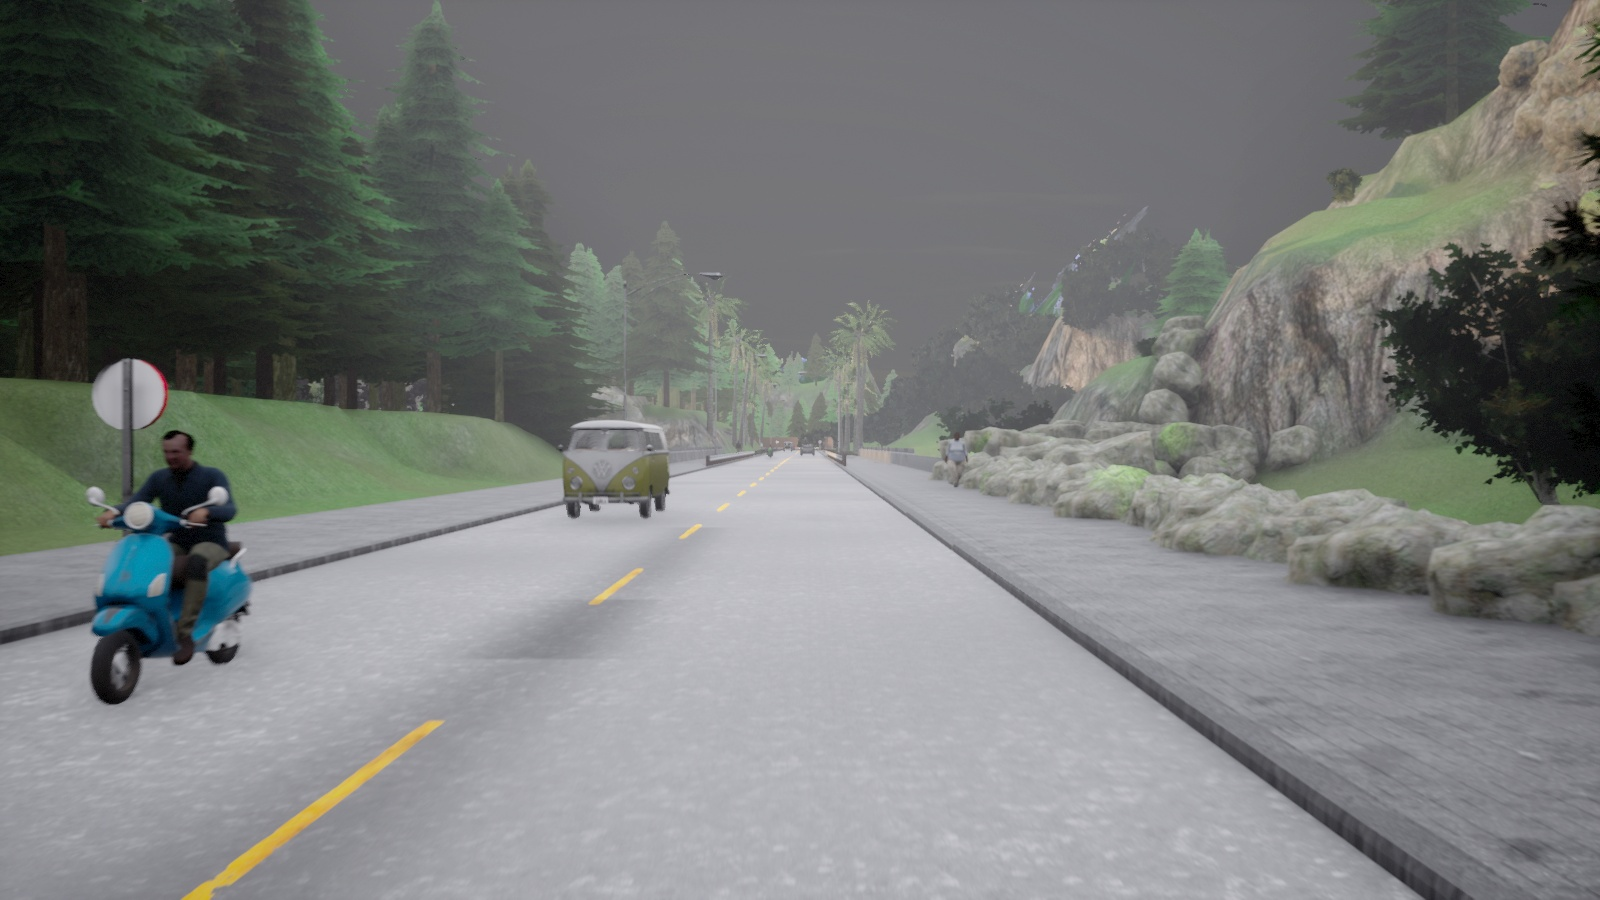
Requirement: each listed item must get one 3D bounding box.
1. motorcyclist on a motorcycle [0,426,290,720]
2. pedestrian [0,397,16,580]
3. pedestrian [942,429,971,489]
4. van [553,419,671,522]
[{"bbox_3d":[-3.940,0.663,7.714,0.866,1.590,1.817,0,0,0],"label":"motorcyclist on a motorcycle"},{"bbox_3d":[-8.634,0.394,12.651,0.874,1.855,0.900,0,0,22],"label":"pedestrian"},{"bbox_3d":[4.934,0.286,39.552,0.874,1.855,0.900,0,0,5],"label":"pedestrian"},{"bbox_3d":[-3.833,0.380,26.258,1.775,1.987,4.442,0,0,0],"label":"van"}]
